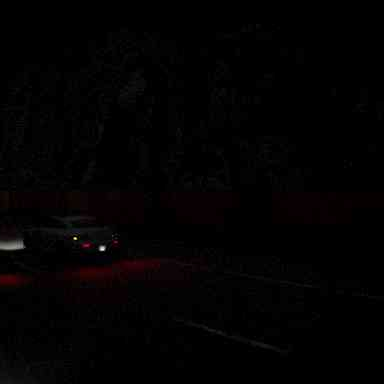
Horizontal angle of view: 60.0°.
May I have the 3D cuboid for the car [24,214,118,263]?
[{"bbox_3d":[-4.452,1.532,12.038,4.674,1.442,1.812,0,0,45],"label":"car"}]
